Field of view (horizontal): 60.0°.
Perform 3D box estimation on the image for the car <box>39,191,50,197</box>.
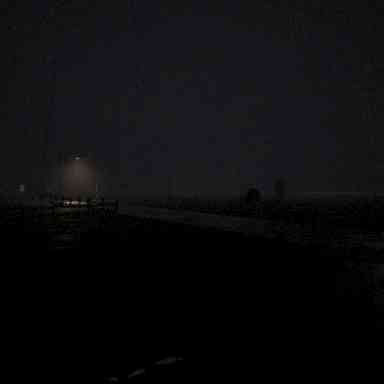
[{"bbox_3d":[-35.880,0.415,80.955,1.837,1.490,4.892,-1,1,-35],"label":"car"}]
